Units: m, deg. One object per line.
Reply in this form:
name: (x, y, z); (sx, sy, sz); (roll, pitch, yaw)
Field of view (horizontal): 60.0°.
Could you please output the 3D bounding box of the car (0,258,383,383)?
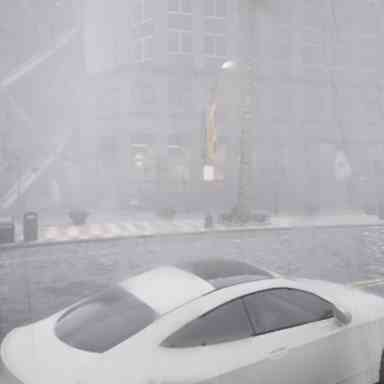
car: (0.495, 1.494, 3.619); (4.674, 1.442, 1.812); (0, 0, -32)
